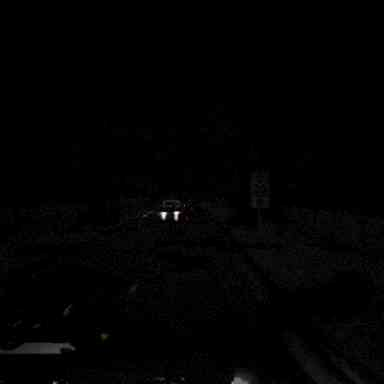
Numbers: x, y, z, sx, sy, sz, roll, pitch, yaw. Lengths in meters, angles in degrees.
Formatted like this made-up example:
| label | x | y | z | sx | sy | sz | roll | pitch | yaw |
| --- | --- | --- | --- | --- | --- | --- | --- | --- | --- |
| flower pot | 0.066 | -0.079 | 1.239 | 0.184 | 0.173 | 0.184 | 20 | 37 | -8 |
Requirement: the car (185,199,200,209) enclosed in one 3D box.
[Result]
| label | x | y | z | sx | sy | sz | roll | pitch | yaw |
| --- | --- | --- | --- | --- | --- | --- | --- | --- | --- |
| car | 0.022 | 1.767 | 50.111 | 2.128 | 1.511 | 4.902 | 0 | -1 | 0 |

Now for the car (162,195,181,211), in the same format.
| label | x | y | z | sx | sy | sz | roll | pitch | yaw |
| --- | --- | --- | --- | --- | --- | --- | --- | --- | --- |
| car | -2.732 | 1.447 | 44.968 | 2.150 | 2.045 | 5.566 | 0 | -1 | 0 |

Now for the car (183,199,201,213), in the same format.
| label | x | y | z | sx | sy | sz | roll | pitch | yaw |
| --- | --- | --- | --- | --- | --- | --- | --- | --- | --- |
| car | 0.017 | 1.670 | 39.577 | 2.128 | 1.511 | 4.902 | 0 | 0 | 0 |
